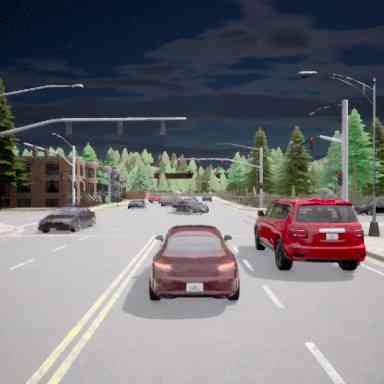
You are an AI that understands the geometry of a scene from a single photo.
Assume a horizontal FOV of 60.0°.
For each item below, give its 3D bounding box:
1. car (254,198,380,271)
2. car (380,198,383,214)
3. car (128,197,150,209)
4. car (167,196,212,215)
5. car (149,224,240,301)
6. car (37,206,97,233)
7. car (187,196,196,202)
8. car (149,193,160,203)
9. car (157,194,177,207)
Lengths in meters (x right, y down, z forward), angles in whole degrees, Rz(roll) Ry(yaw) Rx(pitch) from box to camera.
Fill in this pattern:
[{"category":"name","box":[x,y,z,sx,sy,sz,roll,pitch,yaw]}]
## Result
[{"category":"car","box":[3.551,1.220,11.086,2.150,2.045,5.566,0,0,0]},{"category":"car","box":[18.255,1.348,32.480,4.553,1.767,2.097,0,0,0]},{"category":"car","box":[-7.199,1.558,43.887,1.994,1.385,4.181,0,0,0]},{"category":"car","box":[-0.250,1.502,33.697,1.837,1.490,4.892,-2,1,-35]},{"category":"car","box":[0.045,1.525,8.205,1.812,1.442,4.674,0,0,0]},{"category":"car","box":[-7.146,1.545,19.744,2.033,1.411,5.357,0,0,0]},{"category":"car","box":[-0.165,1.543,74.595,1.994,1.385,4.181,0,0,0]},{"category":"car","box":[-7.185,1.214,65.334,2.150,2.045,5.566,0,0,1]},{"category":"car","box":[-3.710,1.498,50.445,1.837,1.490,4.892,0,0,0]}]
